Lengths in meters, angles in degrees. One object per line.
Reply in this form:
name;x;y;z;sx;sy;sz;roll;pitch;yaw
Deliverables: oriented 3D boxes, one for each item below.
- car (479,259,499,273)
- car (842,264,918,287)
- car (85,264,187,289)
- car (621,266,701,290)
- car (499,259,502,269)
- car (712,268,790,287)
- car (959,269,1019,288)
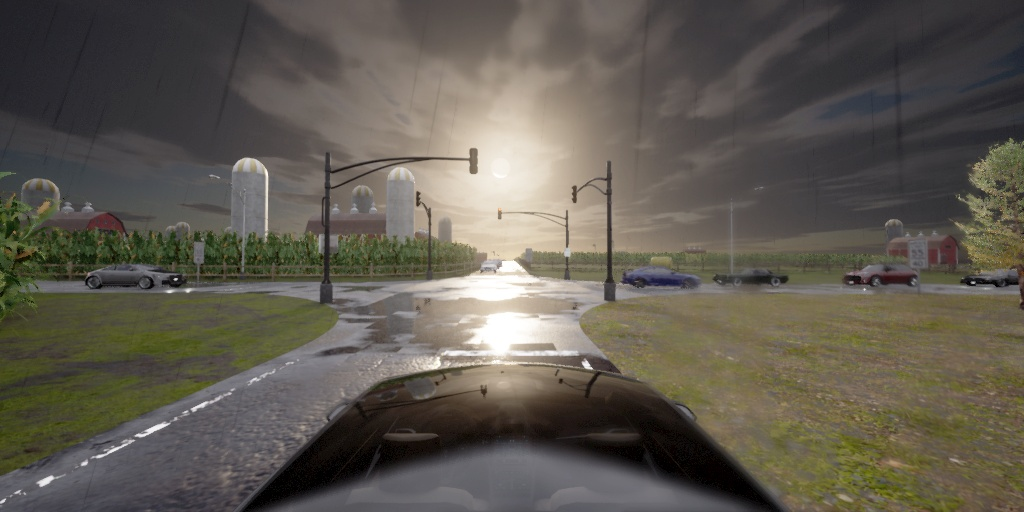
car;-2.807;1.312;43.480;1.812;1.442;4.674;0;0;-1
car;27.666;1.412;27.031;4.553;1.767;2.097;1;-1;-4
car;-20.969;1.117;20.125;4.181;1.385;1.994;0;-1;-3
car;9.356;1.350;22.711;4.674;1.442;1.812;0;0;12
car;-2.871;1.331;56.177;1.812;1.442;4.674;0;1;0
car;17.398;1.565;26.294;4.718;1.301;1.895;1;-1;-4
car;38.167;1.708;27.815;5.357;1.411;2.033;1;-1;-4
